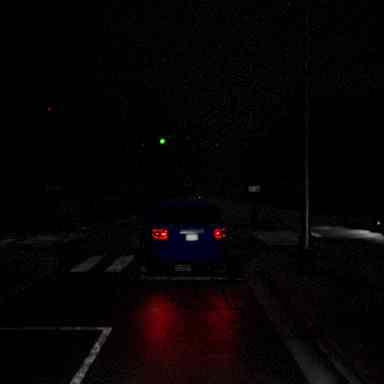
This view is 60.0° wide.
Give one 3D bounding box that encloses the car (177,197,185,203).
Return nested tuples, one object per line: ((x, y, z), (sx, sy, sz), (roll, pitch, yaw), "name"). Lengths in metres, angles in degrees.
((-2.625, 1.875, 81.249), (1.887, 1.381, 4.507), (0, 0, 0), "car")

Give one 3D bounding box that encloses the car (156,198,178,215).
((-2.633, 1.521, 35.741), (1.967, 1.590, 4.097), (0, 0, 0), "car")

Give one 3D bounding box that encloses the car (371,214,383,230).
((12.046, 1.484, 17.958), (4.181, 1.385, 1.994), (0, 0, 0), "car")

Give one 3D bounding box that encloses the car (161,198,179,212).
((-2.631, 1.543, 41.429), (1.967, 1.590, 4.097), (0, 0, 0), "car")

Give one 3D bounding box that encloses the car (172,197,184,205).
((-2.628, 1.770, 64.183), (2.008, 1.369, 4.403), (0, 0, 0), "car")

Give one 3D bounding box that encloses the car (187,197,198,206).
((0.014, 1.672, 59.849), (1.882, 1.535, 5.008), (0, 0, 0), "car")

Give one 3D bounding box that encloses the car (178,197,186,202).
((-2.623, 1.916, 86.937), (1.887, 1.381, 4.507), (0, 0, 0), "car")

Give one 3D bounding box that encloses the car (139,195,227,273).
((-0.501, 1.236, 11.001), (2.150, 2.045, 5.566), (0, 0, -11), "car")

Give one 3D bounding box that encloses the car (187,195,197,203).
((0.017, 1.444, 70.241), (2.097, 1.767, 4.553), (0, 0, 0), "car")

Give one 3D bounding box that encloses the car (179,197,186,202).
((-2.622, 1.965, 92.626), (2.008, 1.369, 4.403), (-1, 0, 0), "car")
